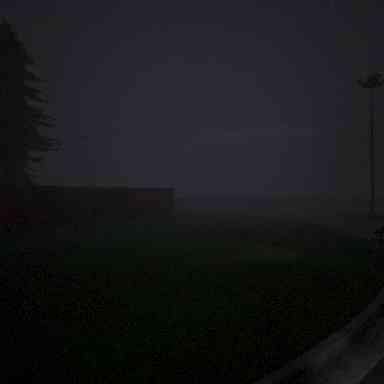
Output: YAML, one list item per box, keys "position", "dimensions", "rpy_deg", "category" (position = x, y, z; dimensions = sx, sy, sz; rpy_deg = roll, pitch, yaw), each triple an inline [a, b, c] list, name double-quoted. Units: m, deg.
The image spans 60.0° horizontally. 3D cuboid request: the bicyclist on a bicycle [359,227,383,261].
- position: [5.986, 1.400, 9.983]
  dimensions: [1.656, 1.620, 0.582]
  rpy_deg: [9, 3, 25]
  category: "bicyclist on a bicycle"
